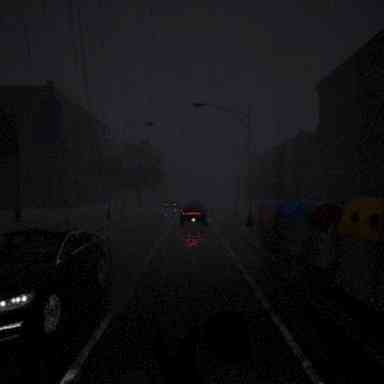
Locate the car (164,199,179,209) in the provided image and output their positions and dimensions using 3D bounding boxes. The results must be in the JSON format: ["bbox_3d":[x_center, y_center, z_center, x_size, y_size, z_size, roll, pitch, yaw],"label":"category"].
[{"bbox_3d":[-3.066,1.775,50.568,1.837,1.490,4.892,0,-1,0],"label":"car"}]

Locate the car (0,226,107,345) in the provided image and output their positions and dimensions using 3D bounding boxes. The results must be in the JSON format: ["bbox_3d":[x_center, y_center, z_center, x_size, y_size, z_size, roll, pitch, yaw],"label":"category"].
[{"bbox_3d":[-3.099,1.505,6.723,2.128,1.511,4.902,0,0,0],"label":"car"}]

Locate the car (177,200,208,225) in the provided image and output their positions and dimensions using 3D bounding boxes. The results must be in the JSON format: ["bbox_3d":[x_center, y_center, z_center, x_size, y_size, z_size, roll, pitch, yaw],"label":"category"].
[{"bbox_3d":[0.103,1.590,24.495,1.837,1.490,4.892,0,0,0],"label":"car"}]

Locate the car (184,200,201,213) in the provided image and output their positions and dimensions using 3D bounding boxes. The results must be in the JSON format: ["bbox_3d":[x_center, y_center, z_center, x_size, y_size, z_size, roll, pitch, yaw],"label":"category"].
[{"bbox_3d":[0.105,1.753,42.176,2.033,1.411,5.357,0,0,0],"label":"car"}]
